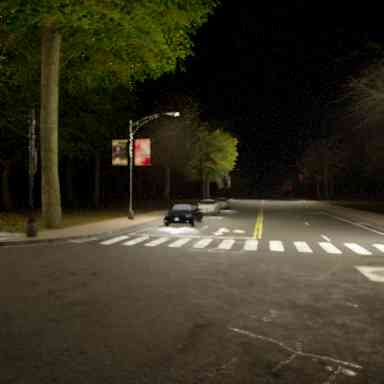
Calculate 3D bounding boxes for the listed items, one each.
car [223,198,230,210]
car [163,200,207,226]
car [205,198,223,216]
[{"bbox_3d":[3.764,1.454,42.531,1.812,1.442,4.674,0,0,13],"label":"car"},{"bbox_3d":[-0.523,1.519,22.708,1.994,1.385,4.181,0,0,13],"label":"car"},{"bbox_3d":[1.597,1.467,32.542,1.812,1.442,4.674,0,0,13],"label":"car"}]
